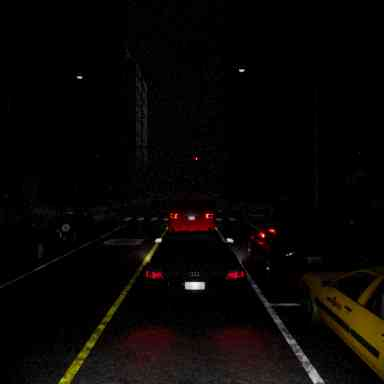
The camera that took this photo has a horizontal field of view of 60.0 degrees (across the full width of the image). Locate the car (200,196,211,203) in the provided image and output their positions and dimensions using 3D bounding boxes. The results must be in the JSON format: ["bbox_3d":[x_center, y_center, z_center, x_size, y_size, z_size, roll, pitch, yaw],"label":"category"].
[{"bbox_3d":[2.716,1.570,68.739,2.008,1.369,4.403,0,0,0],"label":"car"}]

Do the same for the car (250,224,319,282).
[{"bbox_3d":[2.755,1.566,9.544,1.947,1.339,4.313,0,0,0],"label":"car"}]

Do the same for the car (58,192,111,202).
[{"bbox_3d":[-11.354,1.030,35.120,5.566,2.045,2.150,1,0,0],"label":"car"}]

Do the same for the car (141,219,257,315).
[{"bbox_3d":[0.054,1.564,7.670,1.994,1.385,4.181,0,0,0],"label":"car"}]

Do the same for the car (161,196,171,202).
[{"bbox_3d":[-5.812,1.547,74.001,1.752,1.417,4.829,0,0,0],"label":"car"}]

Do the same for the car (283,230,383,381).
[{"bbox_3d":[2.758,1.525,4.257,1.752,1.417,4.829,0,0,0],"label":"car"}]

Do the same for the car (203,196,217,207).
[{"bbox_3d":[2.727,1.451,52.426,1.967,1.590,4.097,0,0,0],"label":"car"}]

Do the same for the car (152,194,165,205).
[{"bbox_3d":[-5.802,1.328,57.858,2.192,1.841,5.009,0,0,0],"label":"car"}]

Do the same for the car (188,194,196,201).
[{"bbox_3d":[-0.059,1.387,88.968,2.097,1.767,4.553,0,0,0],"label":"car"}]

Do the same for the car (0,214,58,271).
[{"bbox_3d":[-5.771,1.545,9.537,1.887,1.381,4.507,0,0,0],"label":"car"}]

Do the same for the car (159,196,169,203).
[{"bbox_3d":[-5.809,1.601,68.733,1.802,1.307,4.206,0,0,0],"label":"car"}]

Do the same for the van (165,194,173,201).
[{"bbox_3d":[-5.820,1.370,85.046,1.690,1.788,3.998,0,0,0],"label":"van"}]

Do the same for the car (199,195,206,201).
[{"bbox_3d":[2.705,1.555,85.222,1.752,1.417,4.829,0,0,0],"label":"car"}]

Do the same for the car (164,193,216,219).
[{"bbox_3d":[-0.008,1.222,17.091,2.150,2.045,5.566,0,0,0],"label":"car"}]

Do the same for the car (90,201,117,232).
[{"bbox_3d":[-5.777,1.526,20.280,1.752,1.417,4.829,0,0,0],"label":"car"}]

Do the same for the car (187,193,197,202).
[{"bbox_3d":[-0.052,1.250,78.353,2.150,2.045,5.566,0,0,0],"label":"car"}]

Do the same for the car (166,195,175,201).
[{"bbox_3d":[-5.823,1.584,90.484,2.008,1.369,4.403,0,0,0],"label":"car"}]

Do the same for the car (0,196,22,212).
[{"bbox_3d":[-17.940,1.171,31.902,4.902,1.511,2.128,1,0,0],"label":"car"}]

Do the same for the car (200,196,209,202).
[{"bbox_3d":[2.713,1.567,74.177,1.887,1.381,4.507,0,0,0],"label":"car"}]

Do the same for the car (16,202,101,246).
[{"bbox_3d":[-5.774,1.440,14.994,1.967,1.590,4.097,0,0,0],"label":"car"}]
